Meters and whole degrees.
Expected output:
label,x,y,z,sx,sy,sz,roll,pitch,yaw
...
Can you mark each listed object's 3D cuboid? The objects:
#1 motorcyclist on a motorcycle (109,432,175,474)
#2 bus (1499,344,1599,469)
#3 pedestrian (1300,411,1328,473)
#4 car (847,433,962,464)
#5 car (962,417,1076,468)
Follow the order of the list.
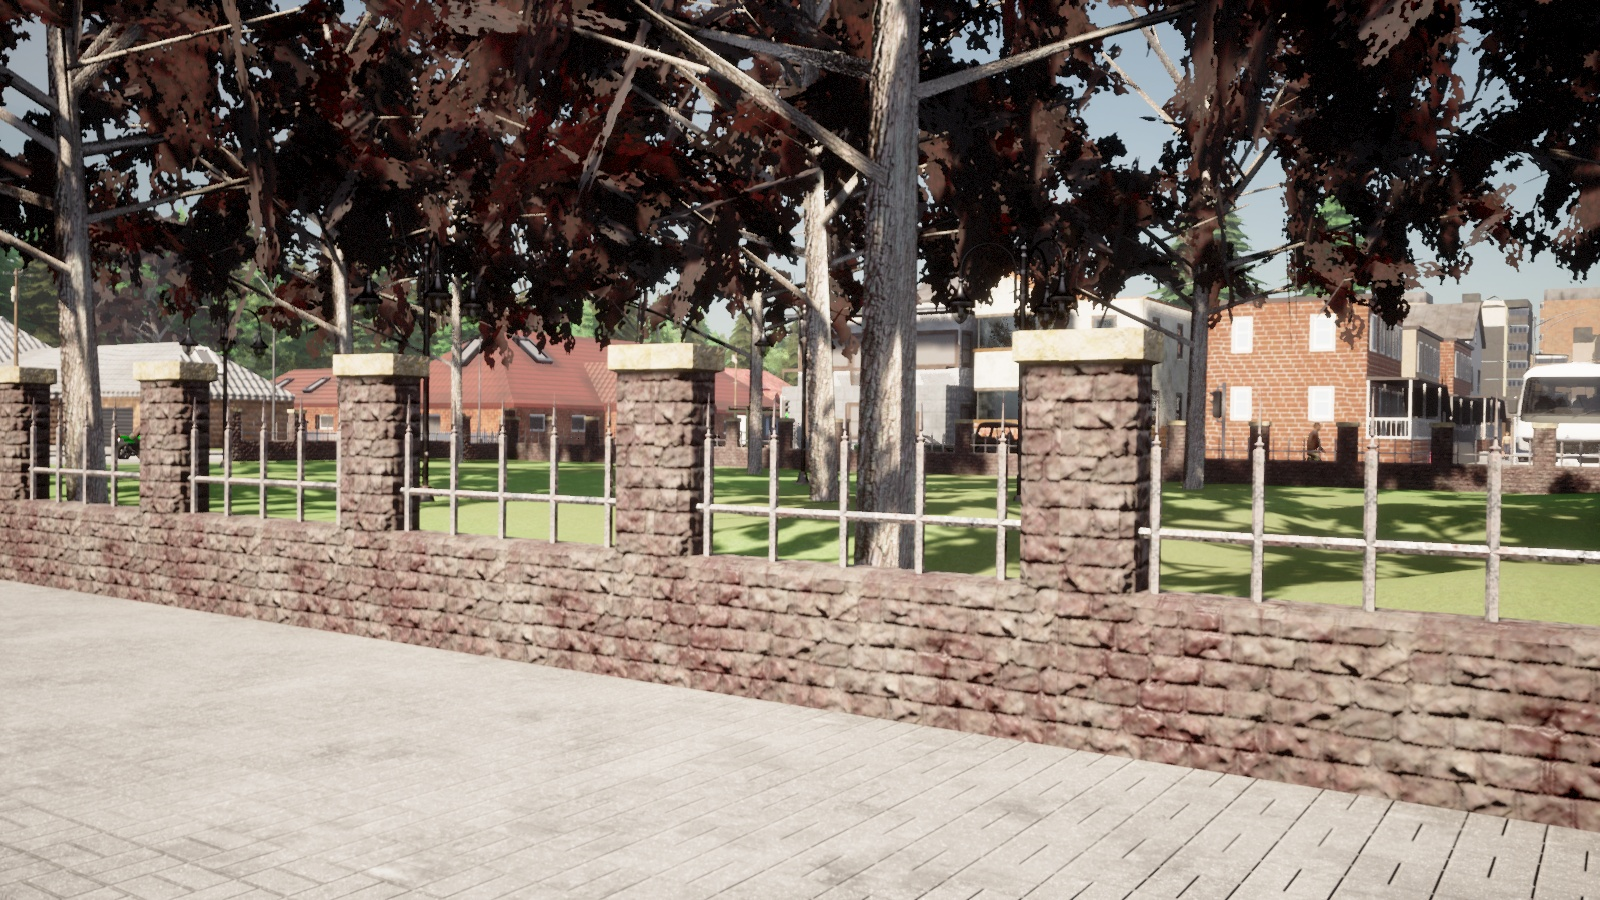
label,x,y,z,sx,sy,sz,roll,pitch,yaw
motorcyclist on a motorcycle,-24.806,0.091,47.359,0.797,1.523,2.044,0,1,32
bus,29.340,-1.564,47.343,3.944,4.253,10.273,1,1,36
pedestrian,15.245,-0.239,37.228,0.703,1.840,0.431,0,1,34
car,4.599,-0.083,55.542,4.718,1.301,1.895,0,1,34
car,8.384,-0.290,48.136,3.866,1.878,1.905,0,1,32
